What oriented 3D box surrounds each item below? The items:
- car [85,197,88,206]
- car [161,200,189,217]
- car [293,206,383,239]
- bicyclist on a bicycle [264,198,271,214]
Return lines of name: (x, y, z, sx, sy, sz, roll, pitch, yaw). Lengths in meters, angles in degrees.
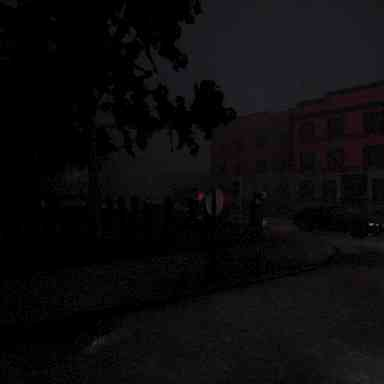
car: (-15.661, 1.498, 50.200, 1.837, 1.490, 4.892, 0, -1, -35)
car: (-2.033, 1.517, 30.934, 1.812, 1.442, 4.674, 0, 0, -35)
car: (7.629, 1.483, 17.380, 2.128, 1.511, 4.902, 0, 0, -35)
bicyclist on a bicycle: (7.151, 1.335, 32.517, 1.656, 1.620, 0.582, 0, 0, -35)
